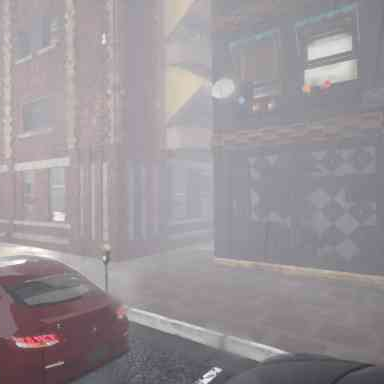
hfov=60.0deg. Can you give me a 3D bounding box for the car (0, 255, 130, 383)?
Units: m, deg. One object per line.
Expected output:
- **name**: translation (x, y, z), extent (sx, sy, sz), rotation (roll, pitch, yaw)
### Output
- **car**: translation (-2.703, 1.583, 4.762), extent (4.206, 1.307, 1.802), rotation (0, -1, 35)

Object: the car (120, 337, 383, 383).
- **car**: translation (1.909, 1.566, 1.487), extent (4.313, 1.339, 1.947), rotation (0, -1, 35)
